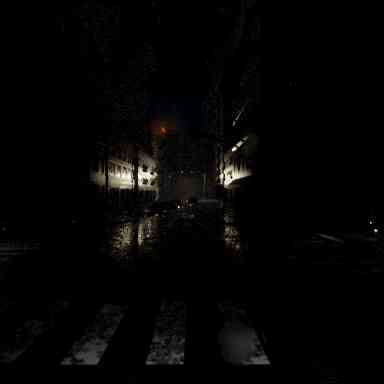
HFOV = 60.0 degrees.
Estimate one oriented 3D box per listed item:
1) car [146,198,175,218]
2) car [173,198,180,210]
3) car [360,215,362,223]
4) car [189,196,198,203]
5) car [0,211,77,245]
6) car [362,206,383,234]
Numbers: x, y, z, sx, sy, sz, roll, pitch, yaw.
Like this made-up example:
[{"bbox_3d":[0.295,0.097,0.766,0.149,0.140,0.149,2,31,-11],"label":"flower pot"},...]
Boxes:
[{"bbox_3d":[-3.034,1.585,31.189,2.033,1.411,5.357,0,0,0],"label":"car"},{"bbox_3d":[-2.987,1.626,43.947,1.994,1.385,4.181,0,0,0],"label":"car"},{"bbox_3d":[12.122,1.142,18.393,5.009,1.841,2.192,-1,1,0],"label":"car"},{"bbox_3d":[0.227,1.617,71.105,1.882,1.535,5.008,0,0,0],"label":"car"},{"bbox_3d":[-7.835,1.636,16.153,4.181,1.385,1.994,-1,1,-32],"label":"car"},{"bbox_3d":[11.353,1.399,15.739,5.357,1.411,2.033,-1,0,0],"label":"car"}]
